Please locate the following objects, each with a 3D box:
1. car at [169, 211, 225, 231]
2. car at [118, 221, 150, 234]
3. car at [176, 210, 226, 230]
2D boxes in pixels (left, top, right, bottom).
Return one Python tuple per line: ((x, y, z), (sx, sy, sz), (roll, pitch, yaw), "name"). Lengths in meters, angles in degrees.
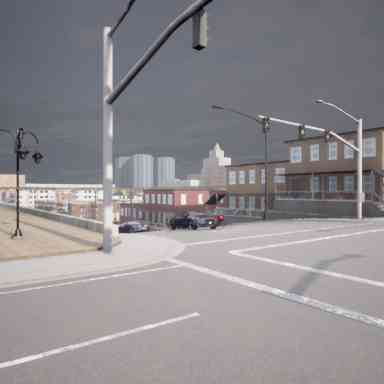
((0.042, 2.054, 24.162), (1.994, 1.385, 4.181), (0, -4, -36), "car")
((-5.826, 3.505, 32.135), (1.812, 1.442, 4.674), (0, -12, -37), "car")
((0.684, 2.520, 29.529), (1.895, 1.301, 4.718), (0, -8, -36), "car")
